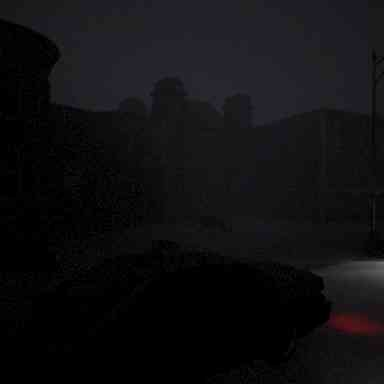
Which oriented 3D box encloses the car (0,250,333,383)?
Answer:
[{"bbox_3d":[-0.414,1.544,4.311,5.357,1.411,2.033,0,0,-34],"label":"car"}]
